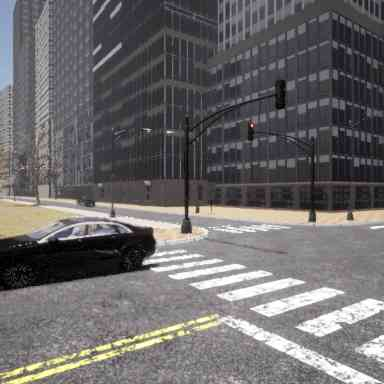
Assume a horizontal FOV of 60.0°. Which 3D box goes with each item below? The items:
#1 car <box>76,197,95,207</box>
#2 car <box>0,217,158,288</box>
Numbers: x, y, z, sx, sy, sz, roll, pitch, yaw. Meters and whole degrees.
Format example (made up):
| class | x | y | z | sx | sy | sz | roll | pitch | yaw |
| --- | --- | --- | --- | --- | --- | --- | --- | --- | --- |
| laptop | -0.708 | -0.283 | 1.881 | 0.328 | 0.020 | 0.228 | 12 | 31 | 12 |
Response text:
| class | x | y | z | sx | sy | sz | roll | pitch | yaw |
| --- | --- | --- | --- | --- | --- | --- | --- | --- | --- |
| car | -16.786 | 1.506 | 52.455 | 1.837 | 1.490 | 4.892 | 0 | 0 | -35 |
| car | -3.331 | 1.491 | 9.287 | 4.902 | 1.511 | 2.128 | 0 | 0 | -35 |
